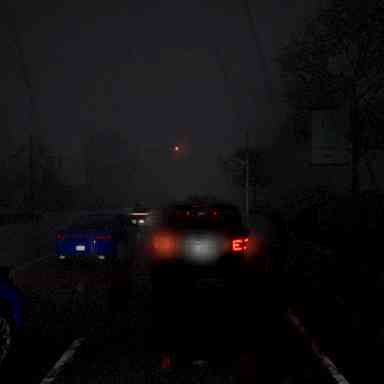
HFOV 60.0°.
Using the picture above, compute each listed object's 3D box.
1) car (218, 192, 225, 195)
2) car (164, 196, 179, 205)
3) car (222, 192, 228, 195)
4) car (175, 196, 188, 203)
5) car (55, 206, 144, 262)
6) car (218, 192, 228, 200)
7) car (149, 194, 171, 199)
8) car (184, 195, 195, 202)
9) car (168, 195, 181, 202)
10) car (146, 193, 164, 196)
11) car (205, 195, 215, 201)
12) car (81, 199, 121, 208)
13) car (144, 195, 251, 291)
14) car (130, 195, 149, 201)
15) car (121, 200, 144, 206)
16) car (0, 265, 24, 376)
[{"bbox_3d":[0.593,1.221,19.525,2.150,2.045,5.566,0,0,2],"label":"car"},{"bbox_3d":[-3.460,1.526,57.872,1.812,1.442,4.674,0,0,7],"label":"car"},{"bbox_3d":[6.596,1.350,78.424,2.097,1.767,4.553,0,0,10],"label":"car"},{"bbox_3d":[-2.111,1.564,67.862,1.994,1.385,4.181,0,0,9],"label":"car"},{"bbox_3d":[-3.171,1.478,12.130,1.882,1.535,5.008,0,0,2],"label":"car"},{"bbox_3d":[8.382,1.093,88.590,2.150,2.045,5.566,0,0,11],"label":"car"},{"bbox_3d":[-4.495,1.477,48.612,1.882,1.535,5.008,0,0,6],"label":"car"},{"bbox_3d":[-0.550,1.478,78.121,1.882,1.535,5.008,0,0,9],"label":"car"},{"bbox_3d":[-4.066,1.525,78.304,2.128,1.511,4.902,0,0,9],"label":"car"},{"bbox_3d":[-7.001,1.221,57.779,2.150,2.045,5.566,0,0,7],"label":"car"},{"bbox_3d":[4.870,1.540,88.838,2.033,1.411,5.357,0,0,11],"label":"car"},{"bbox_3d":[-10.095,1.526,37.548,4.674,1.442,1.812,0,0,-3],"label":"car"},{"bbox_3d":[0.252,1.221,9.193,2.150,2.045,5.566,0,0,1],"label":"car"},{"bbox_3d":[-8.026,1.564,48.479,1.994,1.385,4.181,0,0,6],"label":"car"},{"bbox_3d":[-2.810,1.491,21.622,2.128,1.511,4.902,0,0,2],"label":"car"},{"bbox_3d":[-3.363,1.221,2.145,2.150,2.045,5.566,0,0,0],"label":"car"}]
